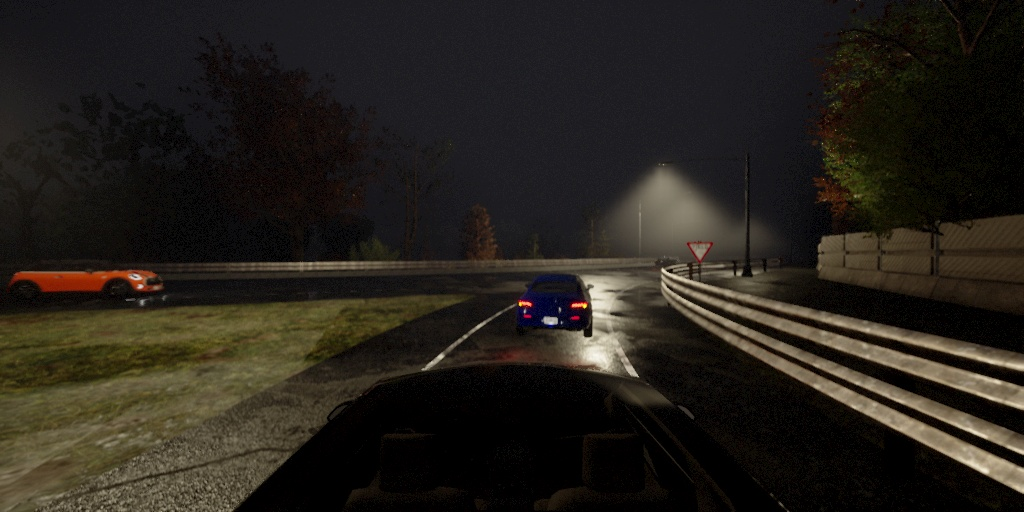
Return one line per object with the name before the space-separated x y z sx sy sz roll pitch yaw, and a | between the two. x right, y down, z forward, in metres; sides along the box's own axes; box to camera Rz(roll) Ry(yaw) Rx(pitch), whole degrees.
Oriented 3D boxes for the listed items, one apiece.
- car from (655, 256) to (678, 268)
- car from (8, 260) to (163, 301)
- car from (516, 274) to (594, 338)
car | 21.504 0.825 49.843 2.128 1.511 4.902 1 1 43
car | -19.293 0.962 16.528 4.553 1.767 2.097 0 0 -20
car | 1.277 1.208 9.985 1.812 1.442 4.674 0 0 11
